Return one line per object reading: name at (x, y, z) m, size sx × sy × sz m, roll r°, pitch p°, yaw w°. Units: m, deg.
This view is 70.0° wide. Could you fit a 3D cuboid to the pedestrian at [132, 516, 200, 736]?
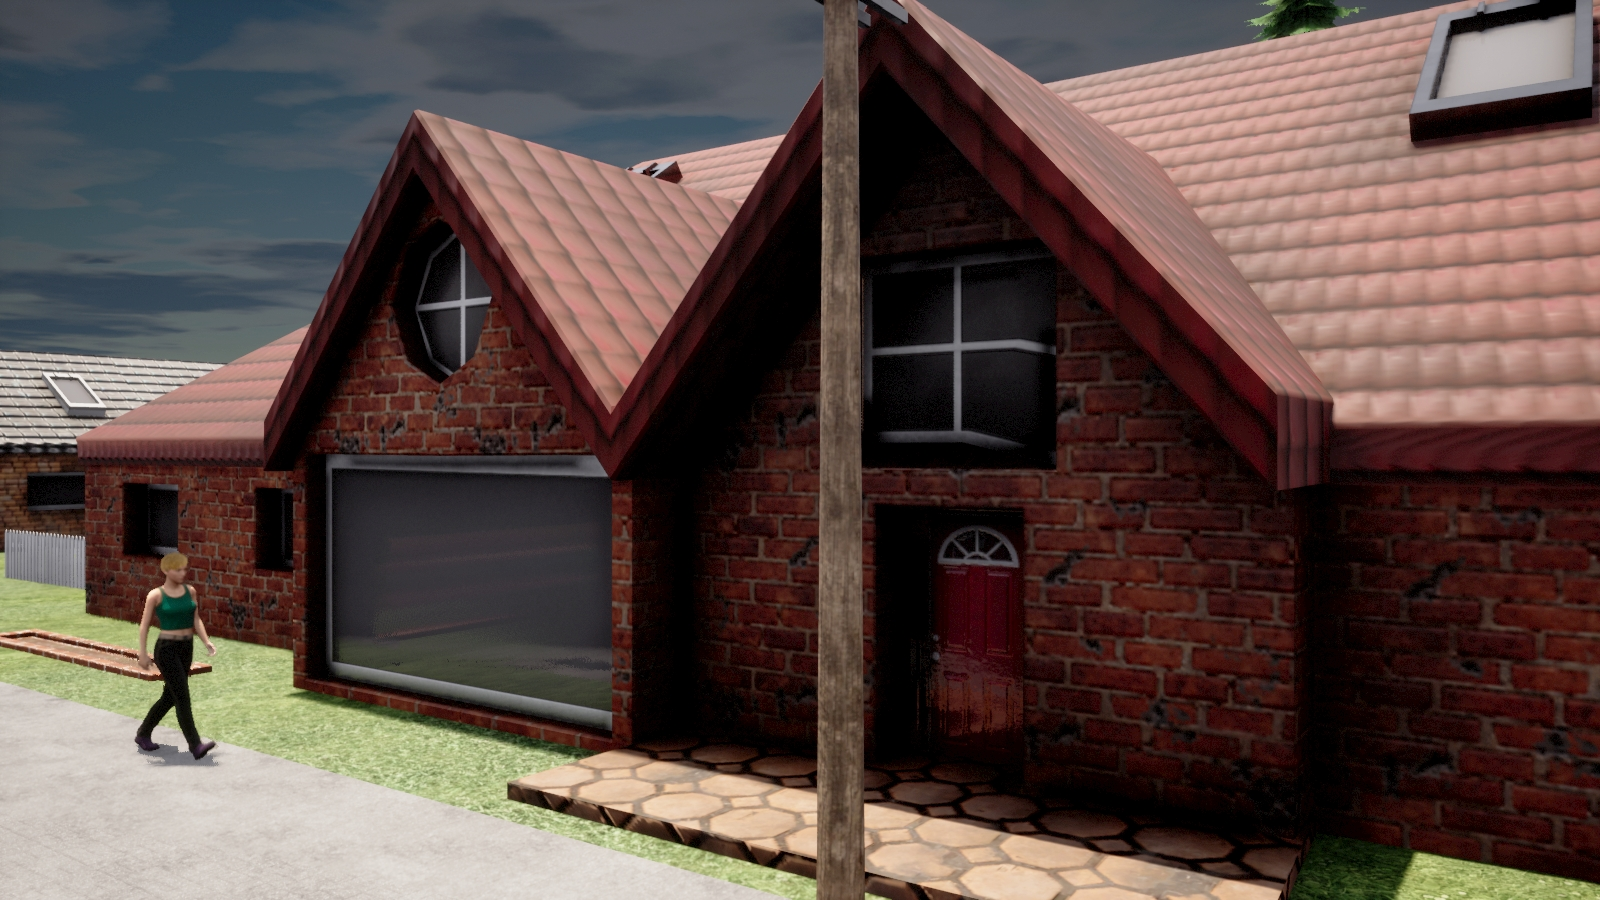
pedestrian at (-5.581, 1.524, 10.065) m, size 0.375 × 1.860 × 0.375 m, roll 0°, pitch 0°, yaw 26°
